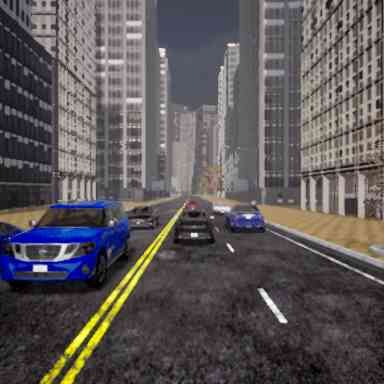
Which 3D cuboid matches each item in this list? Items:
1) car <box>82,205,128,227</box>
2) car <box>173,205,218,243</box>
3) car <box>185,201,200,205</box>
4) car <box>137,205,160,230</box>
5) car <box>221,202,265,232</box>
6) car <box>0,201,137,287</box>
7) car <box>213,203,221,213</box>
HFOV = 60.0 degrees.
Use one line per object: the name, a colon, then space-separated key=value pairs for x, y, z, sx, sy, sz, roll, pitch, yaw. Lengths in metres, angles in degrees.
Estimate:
car: x=-6.533 y=1.755 z=25.658 sx=2.033 sy=1.411 sz=5.357 roll=0 pitch=0 yaw=1
car: x=0.101 y=1.645 z=17.028 sx=1.837 sy=1.490 sz=4.892 roll=0 pitch=0 yaw=0
car: x=0.102 y=1.867 z=43.549 sx=1.812 sy=1.442 sz=4.674 roll=0 pitch=0 yaw=0
car: x=-3.306 y=1.692 z=22.885 sx=1.837 sy=1.490 sz=4.892 roll=0 pitch=-1 yaw=0
car: x=3.350 y=1.527 z=21.838 sx=2.097 sy=1.767 sz=4.553 roll=0 pitch=-1 yaw=0
car: x=-3.250 y=1.304 z=9.885 sx=2.150 sy=2.045 sz=5.566 roll=0 pitch=0 yaw=0
car: x=3.352 y=1.909 z=39.119 sx=1.895 sy=1.301 sz=4.718 roll=0 pitch=0 yaw=0
